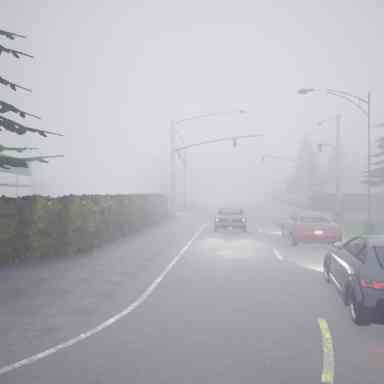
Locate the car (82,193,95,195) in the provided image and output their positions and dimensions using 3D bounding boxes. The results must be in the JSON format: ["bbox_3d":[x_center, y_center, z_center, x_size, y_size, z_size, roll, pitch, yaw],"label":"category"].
[{"bbox_3d":[-23.353,1.097,78.207,1.932,1.855,4.605,0,0,7],"label":"car"}]

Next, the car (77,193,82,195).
[{"bbox_3d":[-26.288,1.077,78.179,1.905,1.878,3.866,0,0,7],"label":"car"}]

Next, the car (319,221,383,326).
[{"bbox_3d":[4.002,1.564,6.830,1.994,1.385,4.181,0,0,14],"label":"car"}]

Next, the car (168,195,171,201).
[{"bbox_3d":[-4.948,1.373,75.634,1.845,1.501,3.633,0,0,7],"label":"car"}]

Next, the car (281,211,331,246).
[{"bbox_3d":[5.277,1.564,15.143,1.994,1.385,4.181,0,0,8],"label":"car"}]

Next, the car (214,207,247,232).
[{"bbox_3d":[2.346,1.621,20.272,1.895,1.301,4.718,0,0,7],"label":"car"}]
